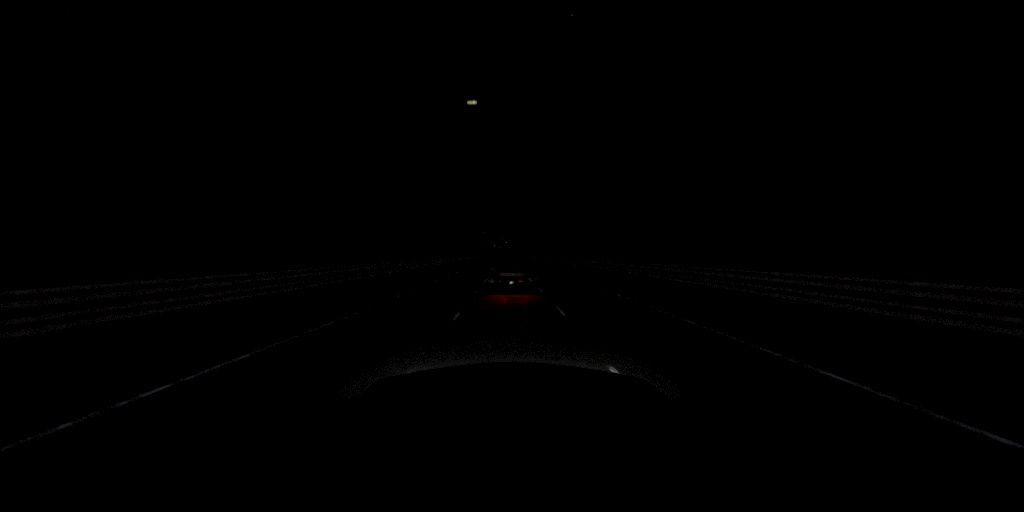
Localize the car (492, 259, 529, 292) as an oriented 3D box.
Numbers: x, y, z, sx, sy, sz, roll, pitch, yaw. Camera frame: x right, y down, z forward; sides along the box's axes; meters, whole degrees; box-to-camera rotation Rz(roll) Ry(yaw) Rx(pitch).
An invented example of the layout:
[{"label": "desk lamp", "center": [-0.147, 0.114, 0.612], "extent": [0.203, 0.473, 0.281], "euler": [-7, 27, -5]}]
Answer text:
[{"label": "car", "center": [-0.074, 1.124, 20.392], "extent": [2.128, 1.511, 4.902], "euler": [0, 0, -1]}]

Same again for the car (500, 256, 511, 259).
[{"label": "car", "center": [-0.865, 0.835, 45.256], "extent": [2.097, 1.767, 4.553], "euler": [0, 0, -2]}]
